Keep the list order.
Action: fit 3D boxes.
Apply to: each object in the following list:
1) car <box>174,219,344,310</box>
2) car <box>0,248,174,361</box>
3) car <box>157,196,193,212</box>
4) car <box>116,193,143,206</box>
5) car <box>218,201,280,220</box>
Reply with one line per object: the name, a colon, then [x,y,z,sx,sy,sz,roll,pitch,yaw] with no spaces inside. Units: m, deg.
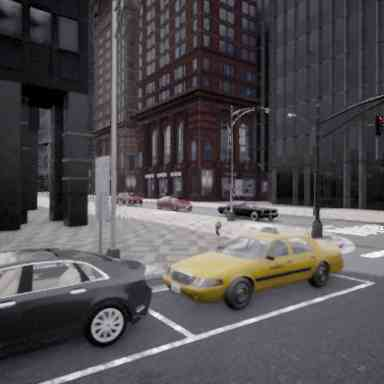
car: [1.655,1.546,7.829,4.829,1.417,1.752,0,0,-36]
car: [-2.694,1.552,4.726,4.403,1.369,2.008,0,0,-36]
car: [-1.794,1.092,32.546,1.812,1.442,4.674,0,1,-36]
car: [-7.735,0.862,40.795,1.882,1.535,5.008,0,1,-36]
car: [4.078,1.353,24.412,1.895,1.301,4.718,0,1,-36]
